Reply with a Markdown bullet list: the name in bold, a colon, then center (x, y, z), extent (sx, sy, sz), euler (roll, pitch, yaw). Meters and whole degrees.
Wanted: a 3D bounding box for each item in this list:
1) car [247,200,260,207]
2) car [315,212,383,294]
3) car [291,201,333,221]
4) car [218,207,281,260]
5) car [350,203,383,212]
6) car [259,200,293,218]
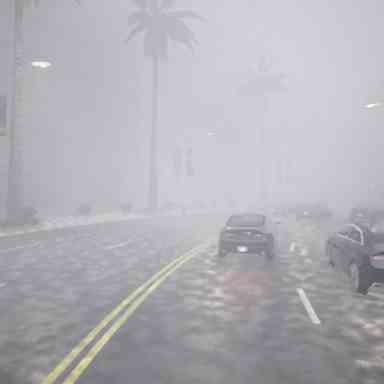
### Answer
- **car**: center (7.552, 1.579, 34.997), extent (4.674, 1.442, 1.812), euler (0, 0, -43)
- **car**: center (4.796, 1.516, 8.639), extent (2.128, 1.511, 4.902), euler (0, 0, 12)
- **car**: center (10.068, 1.619, 27.232), extent (1.994, 1.385, 4.181), euler (0, 0, 39)
- **car**: center (2.244, 1.523, 12.633), extent (1.837, 1.490, 4.892), euler (0, 0, 16)
- **car**: center (14.115, 1.593, 26.652), extent (1.812, 1.442, 4.674), euler (0, 0, 42)
- **car**: center (8.857, 1.546, 31.375), extent (2.128, 1.511, 4.902), euler (0, 0, 44)
